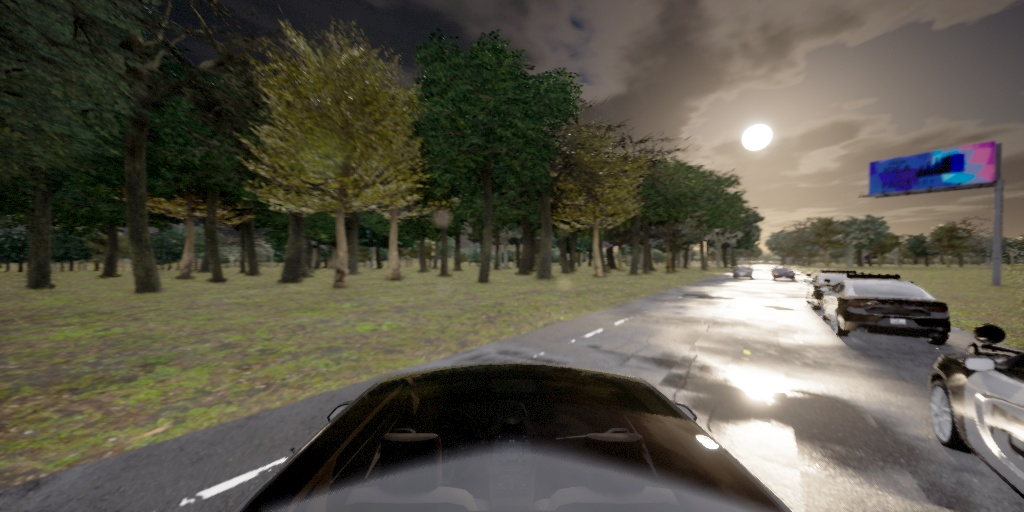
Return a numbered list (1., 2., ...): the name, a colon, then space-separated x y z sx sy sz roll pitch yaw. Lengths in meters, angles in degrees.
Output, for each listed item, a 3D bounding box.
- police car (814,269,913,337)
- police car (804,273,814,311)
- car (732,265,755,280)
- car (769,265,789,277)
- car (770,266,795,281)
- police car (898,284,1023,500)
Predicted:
1. police car: 10.278 1.314 10.270 1.930 1.638 5.238 0 -1 35
2. police car: 13.748 1.386 15.166 1.930 1.638 5.238 0 -1 35
3. car: 25.939 1.809 40.226 2.128 1.511 4.902 0 -1 35
4. car: 36.061 2.008 48.455 2.033 1.411 5.357 0 -1 35
5. car: 28.715 1.900 37.987 1.895 1.301 4.718 0 -1 36
6. police car: 4.494 1.195 2.112 1.930 1.638 5.238 0 -1 35
